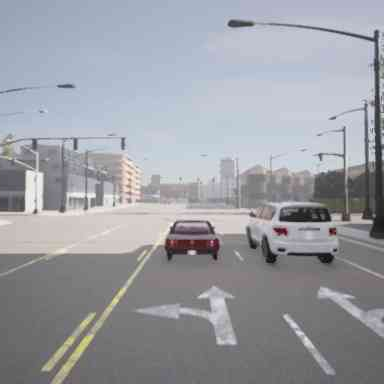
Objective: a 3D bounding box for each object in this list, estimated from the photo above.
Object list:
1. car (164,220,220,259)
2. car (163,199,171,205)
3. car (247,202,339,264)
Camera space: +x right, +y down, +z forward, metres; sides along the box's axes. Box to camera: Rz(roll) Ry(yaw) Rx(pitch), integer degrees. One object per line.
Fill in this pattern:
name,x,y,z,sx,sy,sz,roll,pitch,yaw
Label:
car,0.014,1.750,13.256,1.895,1.301,4.718,0,-1,0
car,-6.997,2.785,93.378,2.128,1.511,4.902,0,0,0
car,3.508,1.365,12.591,2.150,2.045,5.566,0,0,0
